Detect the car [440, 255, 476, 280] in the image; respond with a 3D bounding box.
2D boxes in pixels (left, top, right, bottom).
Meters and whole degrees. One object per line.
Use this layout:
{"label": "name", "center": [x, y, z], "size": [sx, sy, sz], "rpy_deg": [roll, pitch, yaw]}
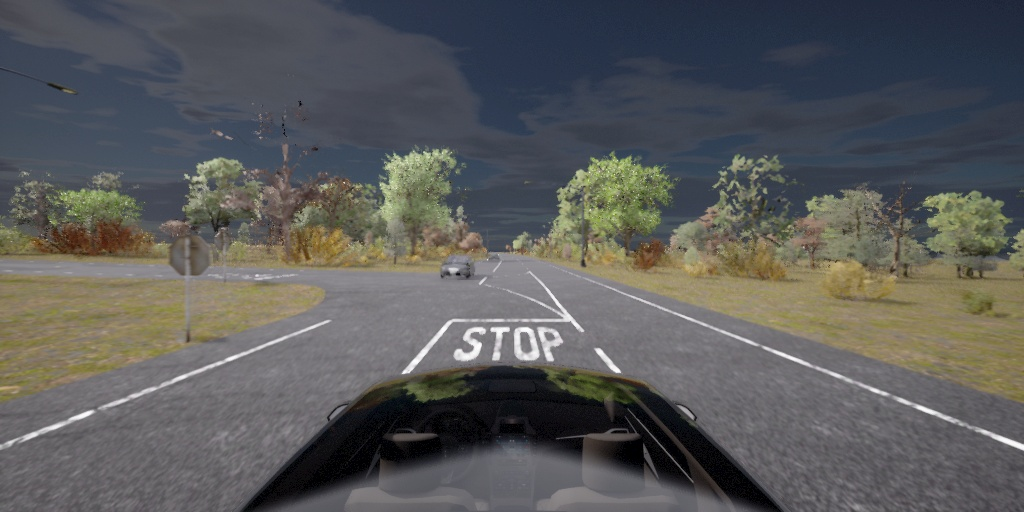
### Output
{"label": "car", "center": [-3.503, 0.687, 23.823], "size": [2.128, 1.511, 4.902], "rpy_deg": [1, 1, 0]}
